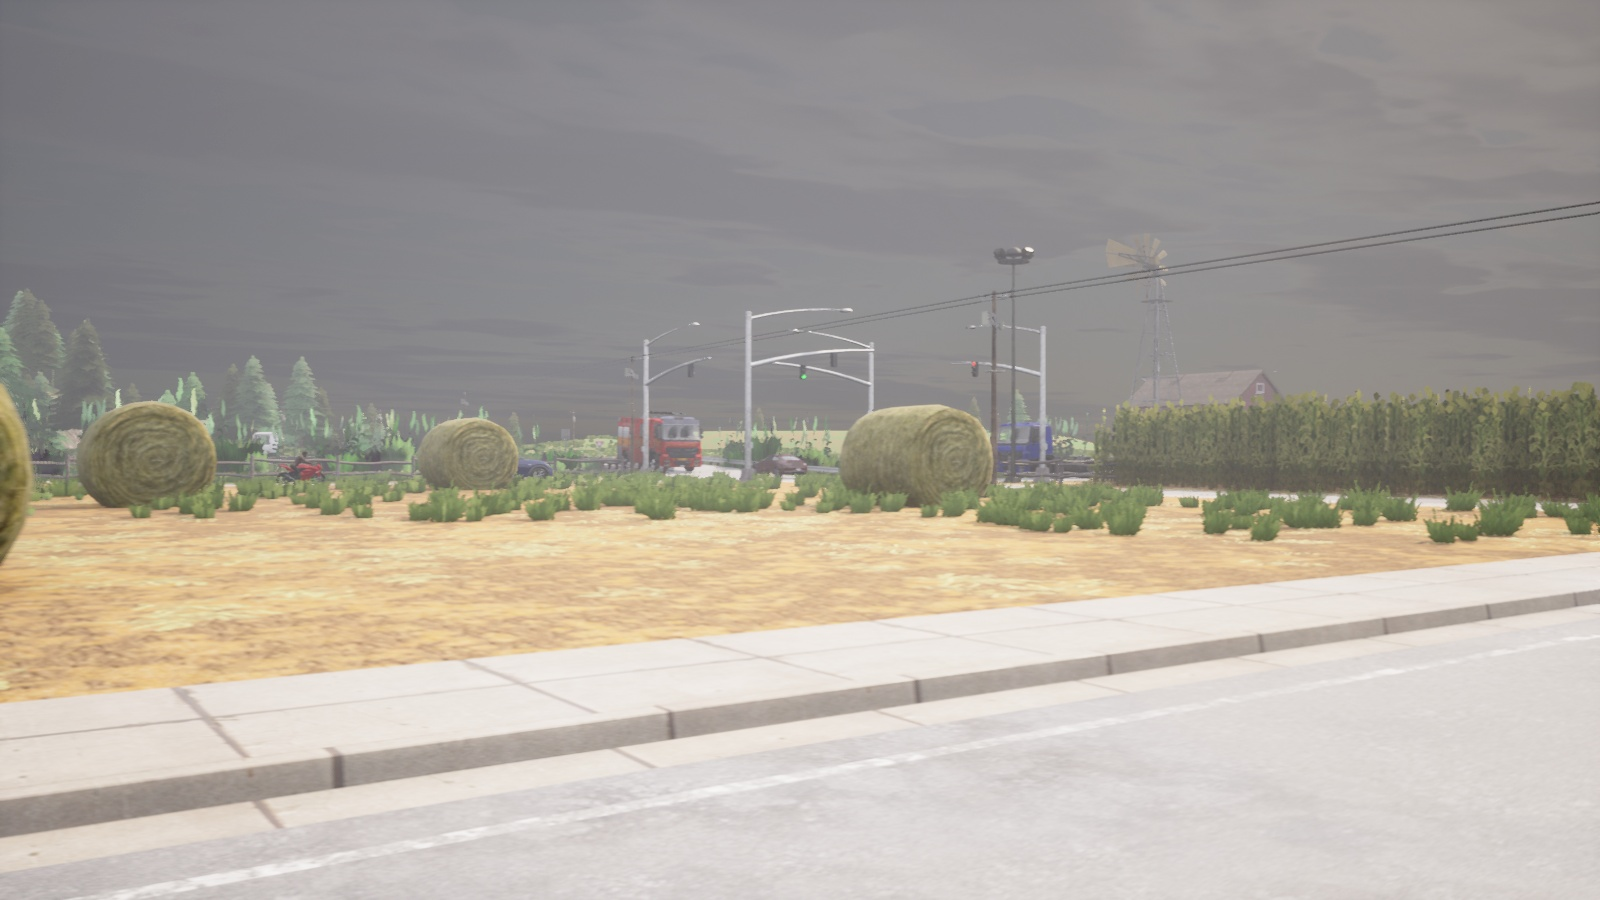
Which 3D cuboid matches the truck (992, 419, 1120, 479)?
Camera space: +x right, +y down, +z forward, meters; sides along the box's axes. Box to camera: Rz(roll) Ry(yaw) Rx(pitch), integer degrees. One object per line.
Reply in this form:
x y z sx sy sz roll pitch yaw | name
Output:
15.652 -0.056 76.560 7.936 3.462 2.891 0 0 -34 | truck

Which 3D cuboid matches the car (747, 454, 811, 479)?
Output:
-1.284 0.966 75.732 1.812 1.442 4.674 0 0 -30 | car

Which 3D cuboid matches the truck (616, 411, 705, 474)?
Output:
-9.340 -0.573 83.054 2.891 3.827 8.468 0 2 -28 | truck

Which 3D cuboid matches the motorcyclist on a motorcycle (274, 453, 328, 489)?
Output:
-21.456 0.896 53.973 2.044 1.523 0.797 0 0 -31 | motorcyclist on a motorcycle

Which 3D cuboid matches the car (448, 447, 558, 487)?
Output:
-13.838 0.768 58.554 4.553 1.767 2.097 0 0 -31 | car
